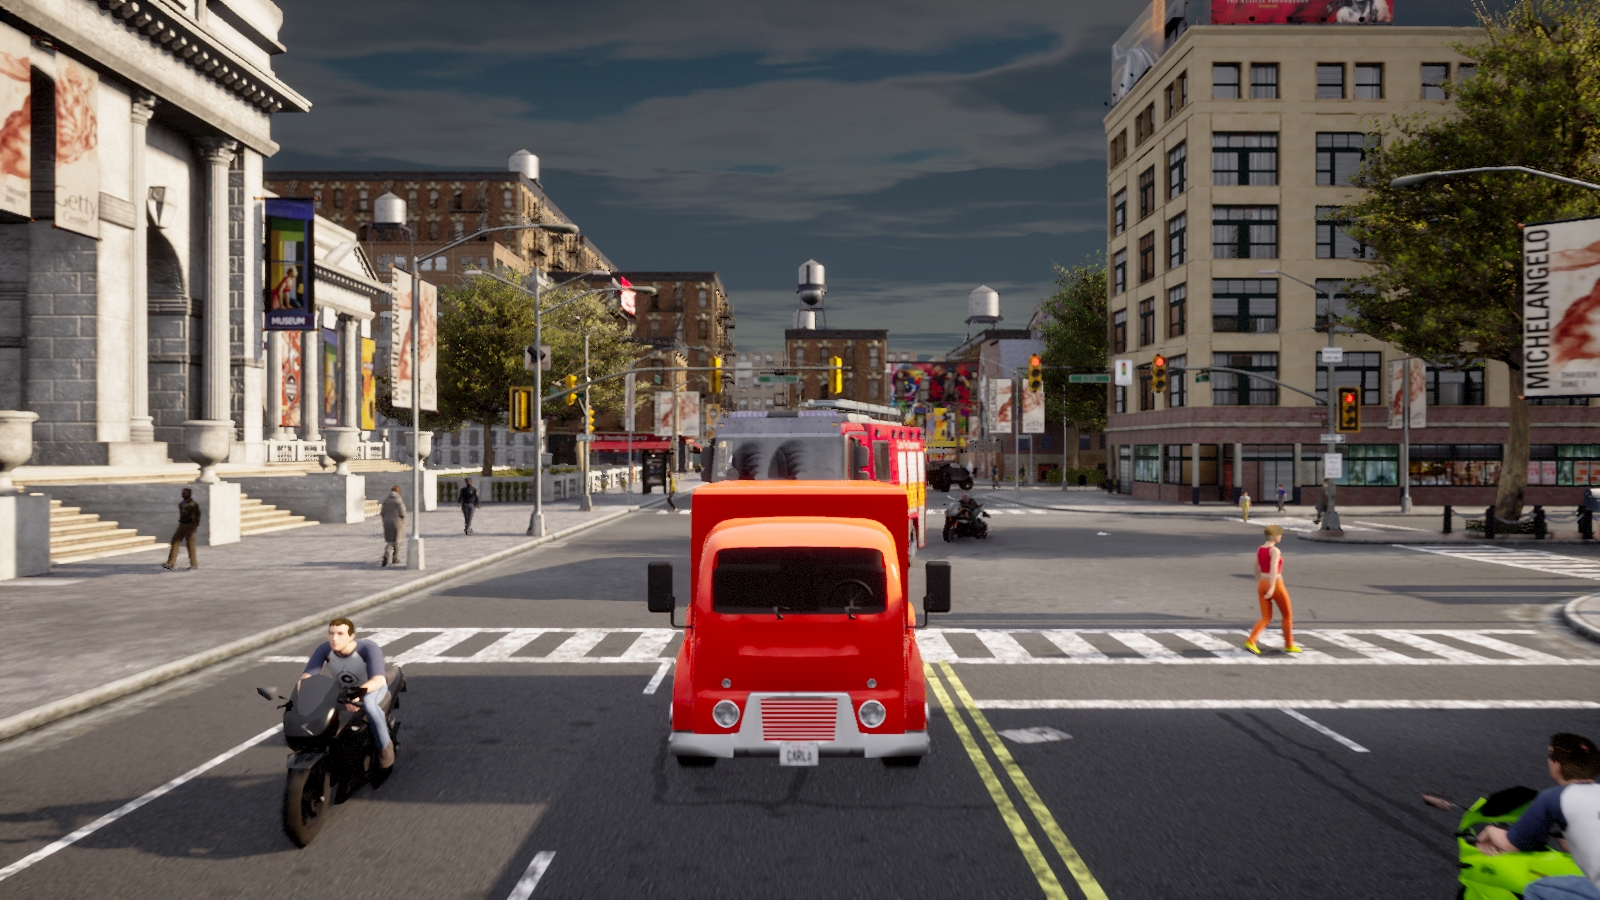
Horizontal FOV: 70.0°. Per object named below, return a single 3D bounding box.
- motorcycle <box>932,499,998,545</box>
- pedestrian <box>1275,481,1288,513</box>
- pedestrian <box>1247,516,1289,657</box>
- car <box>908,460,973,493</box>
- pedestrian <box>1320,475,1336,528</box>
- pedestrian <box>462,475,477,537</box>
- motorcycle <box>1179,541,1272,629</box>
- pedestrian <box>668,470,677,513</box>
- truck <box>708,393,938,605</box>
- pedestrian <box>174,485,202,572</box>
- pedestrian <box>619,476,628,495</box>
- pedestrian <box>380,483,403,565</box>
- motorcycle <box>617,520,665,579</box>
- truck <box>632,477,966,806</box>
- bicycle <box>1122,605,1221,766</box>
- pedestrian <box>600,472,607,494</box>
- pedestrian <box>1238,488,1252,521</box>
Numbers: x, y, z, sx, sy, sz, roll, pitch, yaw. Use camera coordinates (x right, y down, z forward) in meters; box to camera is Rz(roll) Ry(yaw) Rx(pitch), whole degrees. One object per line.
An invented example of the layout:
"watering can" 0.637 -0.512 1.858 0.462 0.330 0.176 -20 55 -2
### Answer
"motorcycle" 5.084 2.205 35.172 0.867 1.251 2.209 1 1 44
"pedestrian" 20.313 1.976 48.191 0.375 1.300 0.375 0 0 -26
"pedestrian" 6.379 1.848 15.567 0.375 1.860 0.375 0 0 -19
"car" 9.574 1.753 77.329 2.390 2.098 6.274 0 0 27
"pedestrian" 19.015 1.848 41.143 0.375 1.860 0.375 0 0 -14
"pedestrian" -9.977 1.696 34.495 0.375 1.860 0.375 0 0 -4
"motorcycle" 6.939 2.182 18.735 0.856 1.236 1.805 0 0 0
"pedestrian" -5.685 1.849 51.009 0.375 1.860 0.375 0 0 -11
"truck" 0.868 0.890 25.135 2.891 3.827 8.468 0 0 17
"pedestrian" -13.276 1.696 24.786 0.375 1.860 0.375 0 0 12
"pedestrian" -10.417 2.076 67.405 0.500 1.100 0.500 0 0 0
"pedestrian" -9.412 1.696 26.315 0.375 1.860 0.375 0 0 9
"motorcycle" -3.569 2.212 25.742 0.803 1.145 2.033 0 0 0
"truck" -0.004 1.568 11.594 2.627 2.467 5.204 0 0 0
"bicycle" 3.549 2.210 11.030 0.329 1.171 1.835 0 0 -1
"pedestrian" -11.691 1.976 67.950 0.375 1.300 0.375 0 0 5
"pedestrian" 17.464 2.129 44.841 0.375 1.300 0.375 0 0 0
